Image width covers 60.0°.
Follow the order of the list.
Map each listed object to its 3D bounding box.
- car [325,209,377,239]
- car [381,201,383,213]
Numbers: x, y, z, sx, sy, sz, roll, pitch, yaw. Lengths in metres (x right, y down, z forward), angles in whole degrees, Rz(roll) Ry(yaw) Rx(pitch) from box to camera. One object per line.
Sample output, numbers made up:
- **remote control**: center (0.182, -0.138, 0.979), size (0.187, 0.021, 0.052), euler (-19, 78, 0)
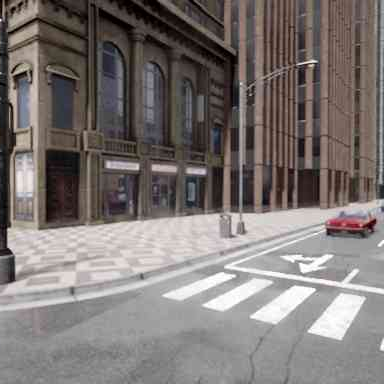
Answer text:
- **car**: center (8.554, 1.622, 17.732), size (1.895, 1.301, 4.718), euler (1, 0, 36)
- **car**: center (22.726, 1.406, 37.589), size (2.097, 1.767, 4.553), euler (1, 0, 36)
